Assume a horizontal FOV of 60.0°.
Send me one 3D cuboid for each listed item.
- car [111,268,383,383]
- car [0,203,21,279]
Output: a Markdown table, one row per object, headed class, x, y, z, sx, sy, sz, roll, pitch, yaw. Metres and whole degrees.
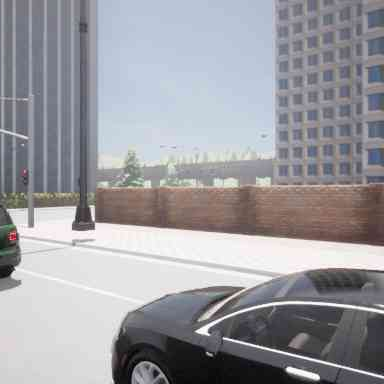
| class | x | y | z | sx | sy | sz | roll | pitch | yaw |
| --- | --- | --- | --- | --- | --- | --- | --- | --- | --- |
| car | 1.328 | 1.505 | 3.046 | 4.892 | 1.490 | 1.837 | 0 | 0 | 36 |
| car | -6.748 | 1.221 | 8.791 | 5.566 | 2.045 | 2.150 | 0 | 0 | 35 |
